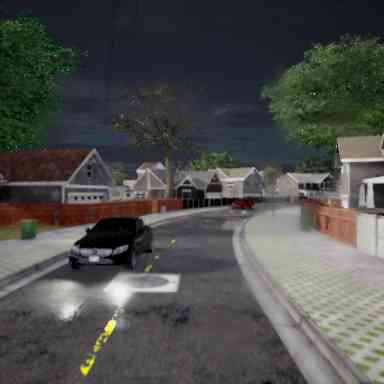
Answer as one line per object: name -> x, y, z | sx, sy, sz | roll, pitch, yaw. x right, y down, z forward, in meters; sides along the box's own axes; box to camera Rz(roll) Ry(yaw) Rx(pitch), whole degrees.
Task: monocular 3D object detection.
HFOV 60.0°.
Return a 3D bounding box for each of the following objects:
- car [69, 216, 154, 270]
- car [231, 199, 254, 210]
car -> -2.489, 1.574, 11.382 | 1.812, 1.442, 4.674 | 0, 0, 4
car -> 6.968, 1.650, 45.445 | 1.882, 1.535, 5.008 | 0, -1, 28
